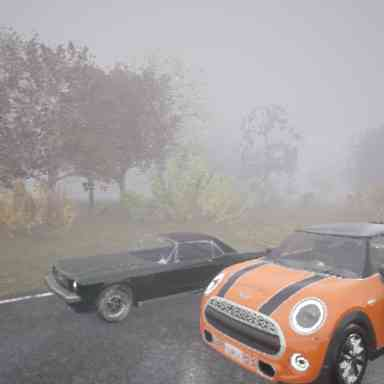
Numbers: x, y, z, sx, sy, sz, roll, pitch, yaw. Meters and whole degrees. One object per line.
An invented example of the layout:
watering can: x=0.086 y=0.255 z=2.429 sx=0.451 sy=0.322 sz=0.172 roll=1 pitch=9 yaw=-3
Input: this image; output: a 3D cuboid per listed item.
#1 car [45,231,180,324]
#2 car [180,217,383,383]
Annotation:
car: x=-0.576 y=1.590 z=7.266 sx=4.718 sy=1.301 sz=1.895 roll=0 pitch=0 yaw=-35
car: x=2.329 y=1.337 z=5.345 sx=4.553 sy=1.767 sz=2.097 roll=0 pitch=0 yaw=-35
